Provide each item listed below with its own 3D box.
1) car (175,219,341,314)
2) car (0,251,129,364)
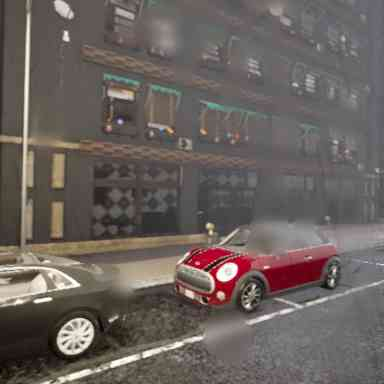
[{"bbox_3d":[1.594,1.487,7.675,4.097,1.590,1.967,1,1,-35],"label":"car"},{"bbox_3d":[-3.027,1.551,4.386,4.403,1.369,2.008,1,1,-35],"label":"car"}]
